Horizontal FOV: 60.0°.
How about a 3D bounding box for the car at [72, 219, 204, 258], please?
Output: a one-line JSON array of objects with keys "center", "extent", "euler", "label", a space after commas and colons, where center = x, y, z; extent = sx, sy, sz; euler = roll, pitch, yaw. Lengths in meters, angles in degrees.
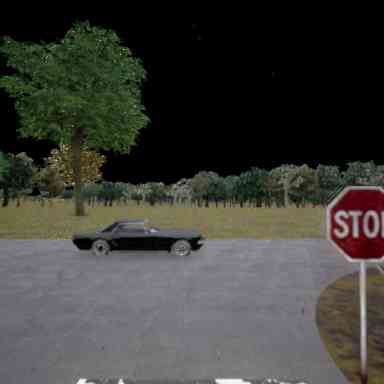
[{"center": [-1.888, 1.702, 12.664], "extent": [4.718, 1.301, 1.895], "euler": [0, -1, 0], "label": "car"}]
